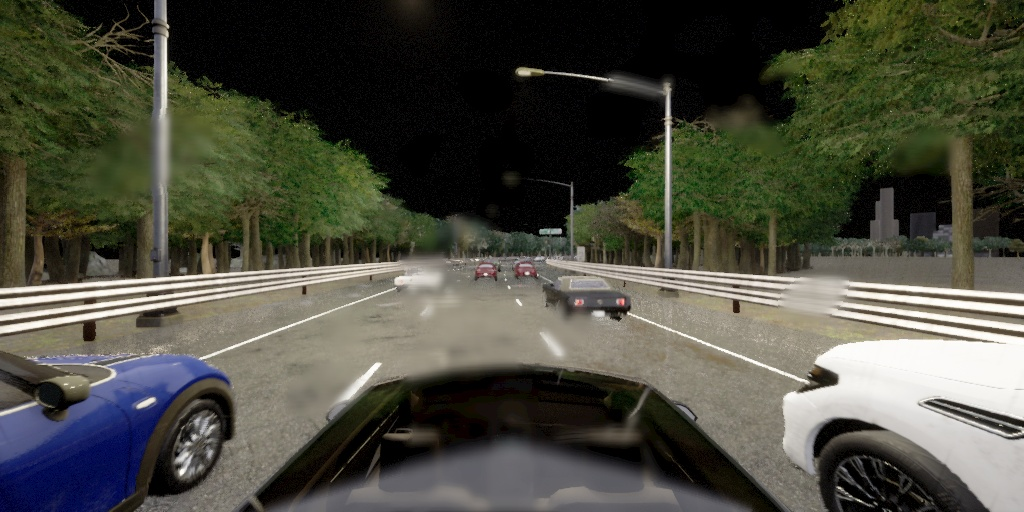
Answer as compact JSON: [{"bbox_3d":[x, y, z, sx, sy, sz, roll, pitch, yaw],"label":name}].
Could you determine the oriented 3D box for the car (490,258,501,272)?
[{"bbox_3d":[-2.417,1.082,44.731,2.097,1.767,4.553,0,0,0],"label":"car"}]

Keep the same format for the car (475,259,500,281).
[{"bbox_3d":[-2.150,1.267,30.413,1.812,1.442,4.674,0,0,-2],"label":"car"}]

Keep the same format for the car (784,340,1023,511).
[{"bbox_3d":[3.459,0.971,0.505,2.150,2.045,5.566,0,0,-6],"label":"car"}]

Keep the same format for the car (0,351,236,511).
[{"bbox_3d":[-3.570,1.102,1.581,2.097,1.767,4.553,0,0,-6],"label":"car"}]

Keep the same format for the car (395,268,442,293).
[{"bbox_3d":[-5.182,1.348,20.505,1.895,1.301,4.718,0,0,-4],"label":"car"}]

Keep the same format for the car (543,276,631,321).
[{"bbox_3d":[2.298,1.349,12.399,1.895,1.301,4.718,0,0,-5],"label":"car"}]

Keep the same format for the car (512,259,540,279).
[{"bbox_3d":[1.179,1.267,32.137,1.812,1.442,4.674,0,0,-2],"label":"car"}]
